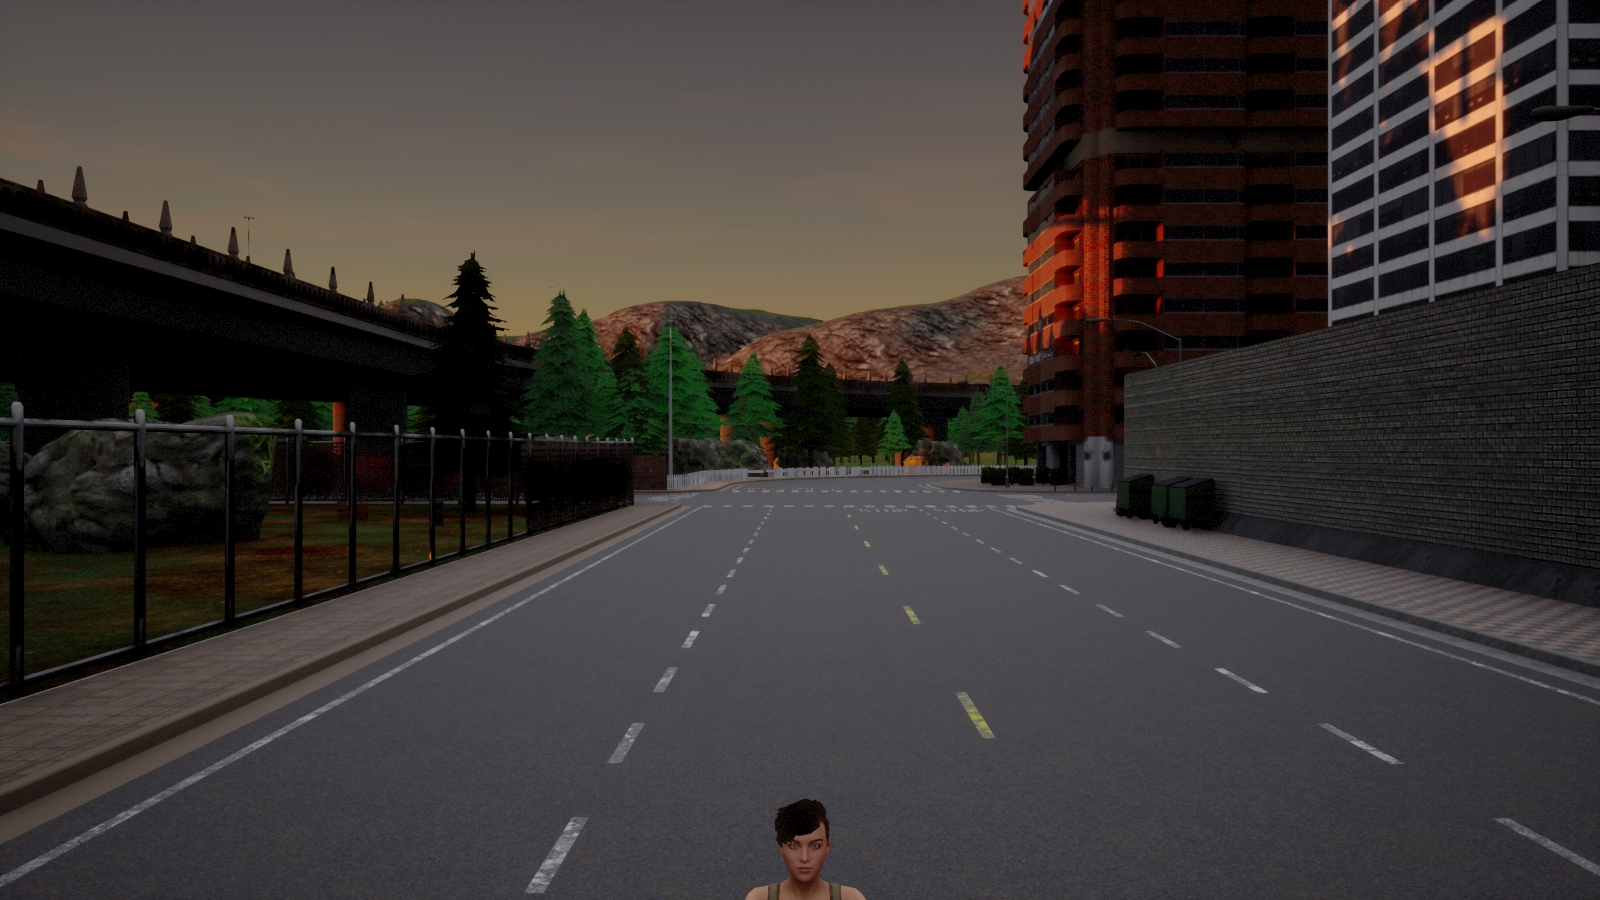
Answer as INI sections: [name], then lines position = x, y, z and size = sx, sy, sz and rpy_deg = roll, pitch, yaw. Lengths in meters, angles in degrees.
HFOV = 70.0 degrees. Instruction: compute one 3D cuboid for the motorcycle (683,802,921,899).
[motorcycle]
position = 0.006, 2.099, 3.507
size = 0.764, 1.307, 2.356
rpy_deg = 0, 0, 0
